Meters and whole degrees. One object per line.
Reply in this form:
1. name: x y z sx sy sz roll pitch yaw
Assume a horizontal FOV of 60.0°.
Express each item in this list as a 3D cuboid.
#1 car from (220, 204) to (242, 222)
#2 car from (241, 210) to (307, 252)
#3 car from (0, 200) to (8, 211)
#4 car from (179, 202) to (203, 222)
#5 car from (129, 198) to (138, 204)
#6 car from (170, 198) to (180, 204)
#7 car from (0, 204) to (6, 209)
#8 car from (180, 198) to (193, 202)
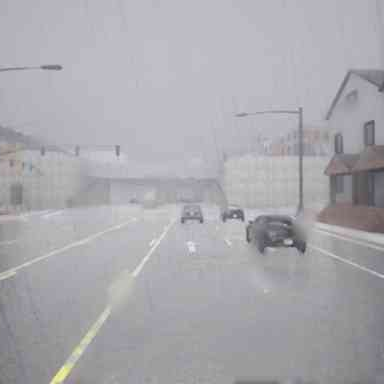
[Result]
1. car: 3.512 1.829 29.401 1.812 1.442 4.674 0 -1 0
2. car: 3.509 1.668 14.384 1.812 1.442 4.674 0 0 0
3. car: -28.961 1.913 46.839 2.038 1.542 4.974 0 -1 29
4. car: 0.005 1.845 28.988 2.033 1.411 5.357 0 -1 0
5. car: -15.339 2.342 87.967 1.882 1.535 5.008 0 -1 -1
6. car: -4.862 2.385 89.089 1.812 1.442 4.674 0 -1 2
7. car: -28.986 1.755 46.795 1.853 1.218 4.536 0 -1 29
8. car: -1.366 2.349 89.176 1.882 1.535 5.008 0 -1 2
